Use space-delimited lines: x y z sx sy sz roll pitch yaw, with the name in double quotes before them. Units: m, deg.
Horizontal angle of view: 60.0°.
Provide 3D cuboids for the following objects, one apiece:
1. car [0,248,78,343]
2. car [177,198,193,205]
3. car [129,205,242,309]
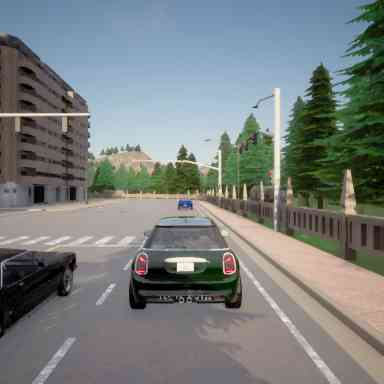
"car" -3.548 1.601 5.660 1.895 1.301 4.718 0 0 -1
"car" -0.881 1.478 43.738 1.882 1.535 5.008 0 0 -1
"car" -0.133 1.352 8.033 2.097 1.767 4.553 0 0 0
